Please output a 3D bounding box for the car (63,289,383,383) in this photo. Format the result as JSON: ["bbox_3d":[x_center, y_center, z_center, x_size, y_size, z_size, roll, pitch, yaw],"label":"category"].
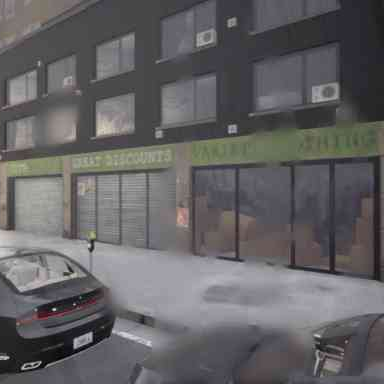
[{"bbox_3d":[1.417,1.551,2.077,4.403,1.369,2.008,0,0,35],"label":"car"}]

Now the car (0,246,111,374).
[{"bbox_3d":[-3.090,1.551,5.272,4.403,1.369,2.008,0,0,35],"label":"car"}]
